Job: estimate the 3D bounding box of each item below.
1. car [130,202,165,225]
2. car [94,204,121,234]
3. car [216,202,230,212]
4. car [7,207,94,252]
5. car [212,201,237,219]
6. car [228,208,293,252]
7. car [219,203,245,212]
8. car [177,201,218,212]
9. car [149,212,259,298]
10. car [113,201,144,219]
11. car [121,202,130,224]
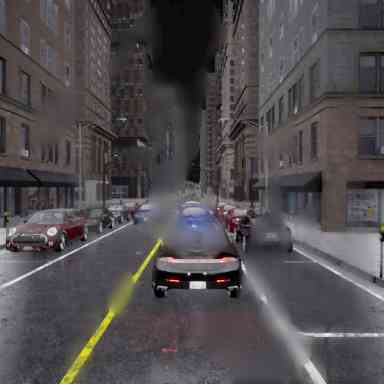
[{"bbox_3d":[-2.960,1.524,24.061,1.812,1.442,4.674,0,0,1],"label":"car"},{"bbox_3d":[-5.711,1.565,19.113,1.947,1.339,4.313,-1,0,0],"label":"car"},{"bbox_3d":[2.832,1.544,24.590,1.887,1.381,4.507,-1,0,0],"label":"car"},{"bbox_3d":[-5.731,1.439,13.608,1.967,1.590,4.097,-1,0,0],"label":"car"},{"bbox_3d":[2.850,1.544,30.095,1.887,1.381,4.507,-1,0,0],"label":"car"},{"bbox_3d":[2.796,1.564,13.580,1.947,1.339,4.313,-1,0,0],"label":"car"},{"bbox_3d":[2.814,1.543,19.084,1.887,1.381,4.507,-1,0,0],"label":"car"},{"bbox_3d":[0.159,1.476,18.018,1.882,1.535,5.008,0,0,0],"label":"car"},{"bbox_3d":[0.126,1.490,8.513,2.128,1.511,4.902,0,0,0],"label":"car"},{"bbox_3d":[-5.675,1.544,30.124,1.887,1.381,4.507,-1,0,0],"label":"car"},{"bbox_3d":[-5.693,1.550,24.618,2.008,1.369,4.403,-1,0,0],"label":"car"}]
